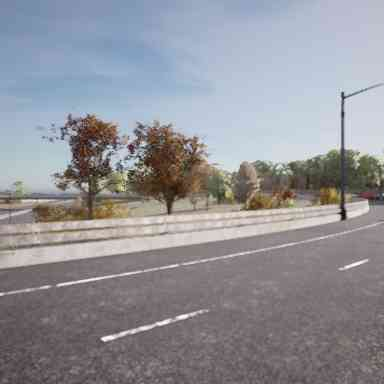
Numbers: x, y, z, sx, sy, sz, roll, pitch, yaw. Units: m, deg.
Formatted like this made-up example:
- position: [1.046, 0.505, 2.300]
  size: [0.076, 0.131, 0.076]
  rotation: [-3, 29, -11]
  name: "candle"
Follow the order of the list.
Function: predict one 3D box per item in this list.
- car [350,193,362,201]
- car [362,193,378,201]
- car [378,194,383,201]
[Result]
- position: [39.566, 1.399, 82.597]
  size: [1.882, 1.535, 5.008]
  rotation: [0, 0, 3]
  name: "car"
- position: [43.056, 1.145, 82.340]
  size: [2.150, 2.045, 5.566]
  rotation: [0, 0, 3]
  name: "car"
- position: [46.556, 1.288, 81.467]
  size: [2.097, 1.767, 4.553]
  rotation: [0, 0, 3]
  name: "car"
